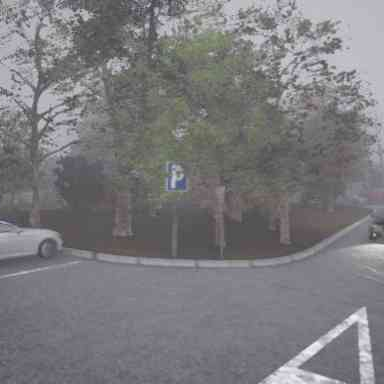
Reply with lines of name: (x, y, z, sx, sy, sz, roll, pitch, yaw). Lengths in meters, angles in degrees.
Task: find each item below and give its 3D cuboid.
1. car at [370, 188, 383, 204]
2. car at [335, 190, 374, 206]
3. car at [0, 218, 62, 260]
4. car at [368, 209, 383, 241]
car: (22.135, 0.487, 42.747, 2.150, 2.045, 5.566, 0, 0, -29)
car: (19.102, 0.864, 40.602, 1.812, 1.442, 4.674, -1, 1, -32)
car: (-6.439, 1.523, 10.407, 2.002, 1.452, 4.674, 0, 0, 36)
car: (9.565, 1.459, 15.620, 1.994, 1.385, 4.181, -3, -1, 34)
